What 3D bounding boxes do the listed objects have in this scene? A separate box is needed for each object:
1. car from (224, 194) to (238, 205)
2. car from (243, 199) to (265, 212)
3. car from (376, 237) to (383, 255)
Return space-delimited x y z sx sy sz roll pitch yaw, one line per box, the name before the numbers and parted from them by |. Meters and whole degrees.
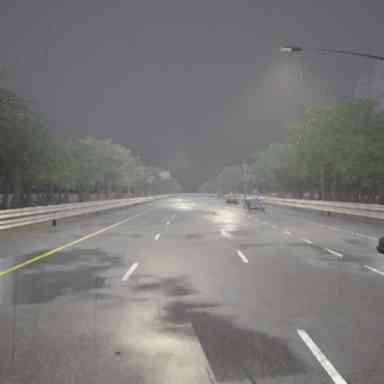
car | 7.081 1.347 61.005 2.097 1.767 4.553 0 0 0
car | 7.046 1.546 38.132 2.033 1.411 5.357 0 0 0
car | 7.004 1.548 8.539 2.033 1.411 5.357 0 0 0
